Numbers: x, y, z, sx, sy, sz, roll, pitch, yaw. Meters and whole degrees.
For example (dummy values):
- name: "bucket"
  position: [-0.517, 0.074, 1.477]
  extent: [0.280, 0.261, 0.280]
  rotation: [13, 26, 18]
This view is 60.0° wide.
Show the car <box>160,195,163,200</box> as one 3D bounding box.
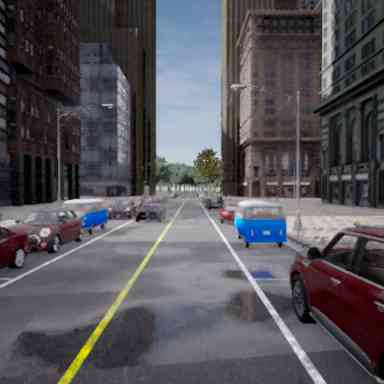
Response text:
- name: "car"
  position: [-5.752, 1.416, 49.474]
  extent: [1.802, 1.307, 4.206]
  rotation: [-1, 0, 0]

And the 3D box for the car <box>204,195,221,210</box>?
- name: "car"
  position: [2.769, 1.438, 39.589]
  extent: [1.947, 1.339, 4.313]
  rotation: [-1, 0, 0]

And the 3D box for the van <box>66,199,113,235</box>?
- name: "van"
  position: [-5.768, 1.286, 18.010]
  extent: [1.690, 1.788, 3.998]
  rotation: [-1, 0, 0]

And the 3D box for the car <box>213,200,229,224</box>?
- name: "car"
  position: [2.763, 1.507, 23.982]
  extent: [1.802, 1.307, 4.206]
  rotation: [-1, 0, 0]

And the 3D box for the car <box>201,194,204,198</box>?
- name: "car"
  position: [2.773, 1.381, 49.995]
  extent: [2.008, 1.369, 4.403]
  rotation: [-1, 0, 0]

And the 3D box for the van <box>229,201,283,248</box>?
- name: "van"
  position: [2.793, 1.297, 14.318]
  extent: [1.690, 1.788, 3.998]
  rotation: [-1, 0, 0]

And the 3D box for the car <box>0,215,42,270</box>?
- name: "car"
  position: [-5.769, 1.520, 8.239]
  extent: [1.887, 1.381, 4.507]
  rotation: [-1, 0, 0]

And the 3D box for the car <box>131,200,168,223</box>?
- name: "car"
  position: [-3.010, 1.524, 24.826]
  extent: [1.895, 1.301, 4.718]
  rotation: [0, 0, 0]

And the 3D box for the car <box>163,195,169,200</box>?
- name: "car"
  position: [-5.748, 1.336, 60.229]
  extent: [2.008, 1.369, 4.403]
  rotation: [-1, 0, 0]

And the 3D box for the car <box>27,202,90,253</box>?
- name: "car"
  position: [-5.768, 1.400, 13.124]
  extent: [1.967, 1.590, 4.097]
  rotation: [-1, 0, 0]

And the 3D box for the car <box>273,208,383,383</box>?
- name: "car"
  position: [2.777, 1.302, 4.142]
  extent: [2.192, 1.841, 5.009]
  rotation: [-1, 0, 0]

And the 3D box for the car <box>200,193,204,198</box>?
- name: "car"
  position: [2.777, 1.308, 60.570]
  extent: [1.752, 1.417, 4.829]
  rotation: [-1, 0, 0]

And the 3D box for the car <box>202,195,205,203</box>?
- name: "car"
  position: [2.771, 1.418, 44.793]
  extent: [1.947, 1.339, 4.313]
  rotation: [-1, 0, 0]

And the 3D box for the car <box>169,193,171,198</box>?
- name: "car"
  position: [-5.746, 1.324, 65.609]
  extent: [1.947, 1.339, 4.313]
  rotation: [-1, 0, 0]

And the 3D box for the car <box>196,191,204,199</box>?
- name: "car"
  position: [2.791, 1.131, 92.753]
  extent: [1.752, 1.417, 4.829]
  rotation: [-1, 0, 0]

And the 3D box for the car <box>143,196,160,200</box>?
- name: "car"
  position: [-5.755, 1.400, 44.097]
  extent: [1.887, 1.381, 4.507]
  rotation: [-1, 0, 0]

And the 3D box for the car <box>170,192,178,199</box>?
- name: "car"
  position: [-5.734, 1.190, 92.579]
  extent: [1.802, 1.307, 4.206]
  rotation: [-1, 0, 0]

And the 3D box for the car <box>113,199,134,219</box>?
- name: "car"
  position: [-5.763, 1.353, 27.962]
  extent: [1.967, 1.590, 4.097]
  rotation: [-1, 0, 0]
